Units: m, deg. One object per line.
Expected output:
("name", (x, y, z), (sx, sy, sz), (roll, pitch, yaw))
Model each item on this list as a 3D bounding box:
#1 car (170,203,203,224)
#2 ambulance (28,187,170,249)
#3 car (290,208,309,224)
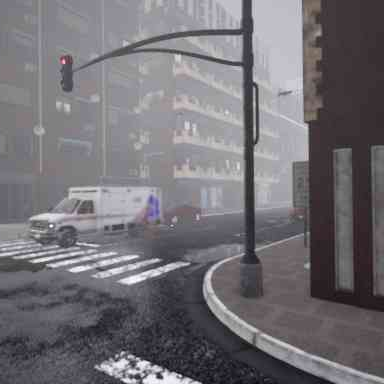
("car", (-0.996, 1.503, 24.391), (1.887, 1.381, 4.507), (-1, 0, 36))
("ambulance", (-4.110, 0.991, 15.416), (2.351, 2.431, 6.366), (-1, 0, 36))
("car", (7.927, 1.367, 21.992), (1.887, 1.381, 4.507), (-1, 0, 36))
